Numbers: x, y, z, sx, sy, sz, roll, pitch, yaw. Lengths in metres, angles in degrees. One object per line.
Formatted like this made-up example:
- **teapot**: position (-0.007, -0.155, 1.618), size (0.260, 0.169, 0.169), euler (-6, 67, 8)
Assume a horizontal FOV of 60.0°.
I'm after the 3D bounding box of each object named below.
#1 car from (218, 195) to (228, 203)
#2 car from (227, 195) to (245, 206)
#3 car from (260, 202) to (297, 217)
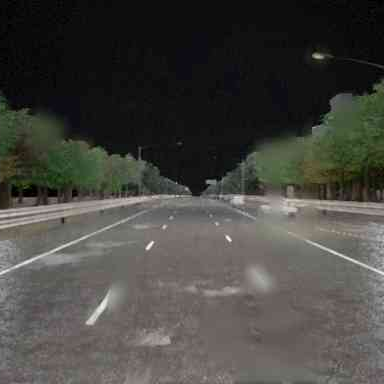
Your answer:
- **car**: position (7.026, 1.421, 68.348), size (2.128, 1.511, 4.902), euler (0, 0, 0)
- **car**: position (7.002, 1.455, 51.315), size (1.812, 1.442, 4.674), euler (0, 0, 0)
- **car**: position (7.784, 1.568, 30.422), size (1.895, 1.301, 4.718), euler (0, 0, -7)
